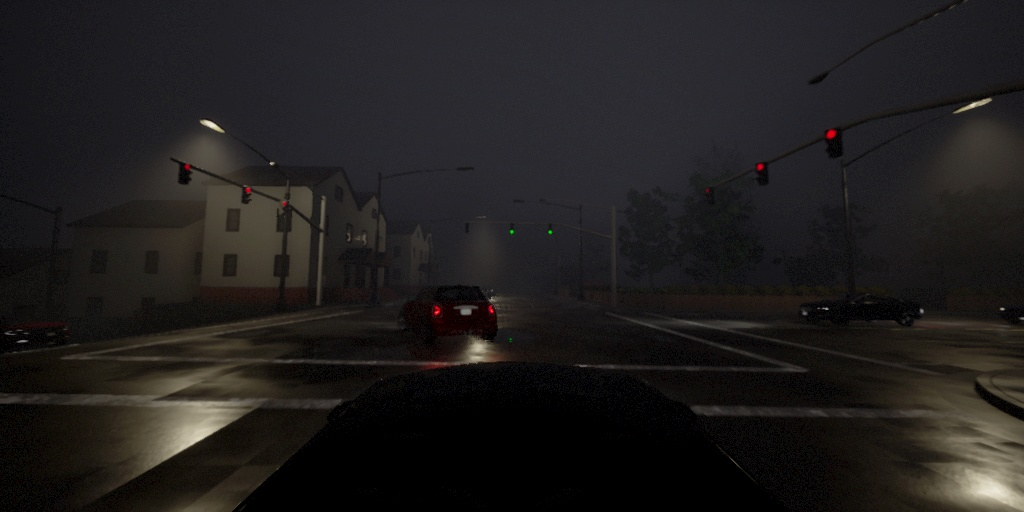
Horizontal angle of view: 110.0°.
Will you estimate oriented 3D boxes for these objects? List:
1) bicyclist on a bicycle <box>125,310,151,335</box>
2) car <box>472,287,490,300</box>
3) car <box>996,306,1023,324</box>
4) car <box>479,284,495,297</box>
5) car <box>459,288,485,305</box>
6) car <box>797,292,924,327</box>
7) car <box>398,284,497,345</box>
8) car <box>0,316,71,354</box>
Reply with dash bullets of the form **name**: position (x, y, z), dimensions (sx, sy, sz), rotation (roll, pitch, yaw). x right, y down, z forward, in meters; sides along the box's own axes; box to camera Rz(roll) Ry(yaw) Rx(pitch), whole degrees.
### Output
- **bicyclist on a bicycle**: position (-25.558, 4.515, 24.521), dimensions (0.582, 1.620, 1.656), rotation (-7, -4, 0)
- **car**: position (-3.671, 4.467, 43.286), dimensions (1.812, 1.442, 4.674), rotation (0, -5, 0)
- **car**: position (26.158, 2.638, 16.821), dimensions (4.718, 1.301, 1.895), rotation (0, -5, 1)
- **car**: position (-3.655, 5.094, 53.230), dimensions (2.097, 1.767, 4.553), rotation (0, -5, 0)
- **car**: position (-3.655, 3.713, 33.445), dimensions (1.994, 1.385, 4.181), rotation (0, -5, 0)
- **car**: position (16.289, 2.464, 16.956), dimensions (4.902, 1.511, 2.128), rotation (0, -5, 1)
- **car**: position (-2.245, 1.700, 11.739), dimensions (2.097, 1.767, 4.553), rotation (3, -5, -27)
- **car**: position (-19.914, 3.044, 13.587), dimensions (5.008, 1.535, 1.882), rotation (-8, -4, 0)
